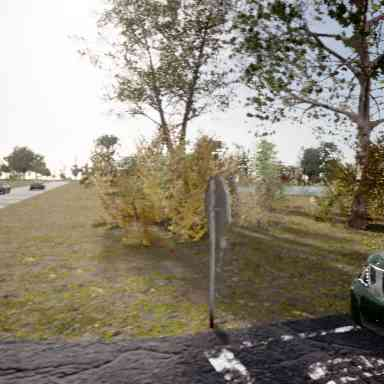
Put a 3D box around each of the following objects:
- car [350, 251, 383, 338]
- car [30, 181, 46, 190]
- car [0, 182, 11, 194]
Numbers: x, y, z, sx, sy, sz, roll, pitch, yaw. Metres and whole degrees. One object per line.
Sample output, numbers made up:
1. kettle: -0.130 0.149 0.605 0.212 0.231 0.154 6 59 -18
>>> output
1. car: 4.993 1.168 4.659 5.566 2.045 2.150 0 2 -19
2. car: -24.364 -1.029 52.627 1.994 1.385 4.181 0 3 -18
3. car: -23.227 -0.470 40.077 1.994 1.385 4.181 0 3 -17
